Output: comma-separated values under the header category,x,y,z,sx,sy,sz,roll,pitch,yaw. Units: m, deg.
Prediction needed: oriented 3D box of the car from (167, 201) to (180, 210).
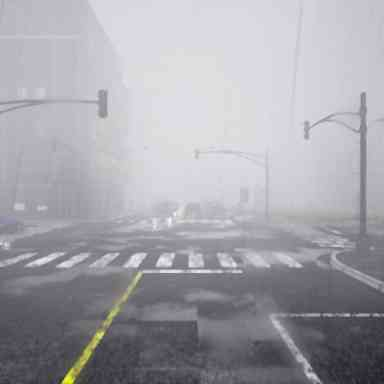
category,x,y,z,sx,sy,sz,roll,pitch,yaw
car,-3.095,2.219,56.773,1.994,1.385,4.181,0,-1,0

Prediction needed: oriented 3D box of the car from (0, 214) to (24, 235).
category,x,y,z,sx,sy,sz,roll,pitch,yaw
car,-12.140,1.686,18.809,5.008,1.535,1.882,0,0,4

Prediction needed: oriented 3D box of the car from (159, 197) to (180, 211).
category,x,y,z,sx,sy,sz,roll,pitch,yaw
car,-3.104,1.898,46.811,2.097,1.767,4.553,0,-1,0

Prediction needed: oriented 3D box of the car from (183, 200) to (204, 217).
category,x,y,z,sx,sy,sz,roll,pitch,yaw
car,0.096,1.943,36.996,1.837,1.490,4.892,0,0,0

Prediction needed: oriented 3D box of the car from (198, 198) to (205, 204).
category,x,y,z,sx,sy,sz,roll,pitch,yaw
car,2.654,2.468,92.726,1.967,1.590,4.097,-1,-1,0

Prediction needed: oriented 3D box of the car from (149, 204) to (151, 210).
category,x,y,z,sx,sy,sz,roll,pitch,yaw
car,-5.717,2.182,53.170,1.947,1.339,4.313,-1,-1,0

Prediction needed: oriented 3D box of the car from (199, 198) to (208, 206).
category,x,y,z,sx,sy,sz,roll,pitch,yaw
car,2.629,2.297,75.789,1.967,1.590,4.097,-1,-1,0

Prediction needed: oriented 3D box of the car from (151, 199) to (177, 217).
category,x,y,z,sx,sy,sz,roll,pitch,yaw
car,-3.106,1.920,37.496,1.882,1.535,5.008,0,-1,0

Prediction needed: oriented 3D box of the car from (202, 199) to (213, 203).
category,x,y,z,sx,sy,sz,roll,pitch,yaw
car,2.632,1.932,41.916,1.967,1.590,4.097,-1,-1,0

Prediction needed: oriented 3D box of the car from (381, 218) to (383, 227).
category,x,y,z,sx,sy,sz,roll,pitch,yaw
car,14.844,1.881,21.901,4.181,1.385,1.994,0,0,1

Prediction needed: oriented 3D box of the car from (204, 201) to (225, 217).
category,x,y,z,sx,sy,sz,roll,pitch,yaw
car,2.636,1.973,36.269,1.887,1.381,4.507,-1,-1,0

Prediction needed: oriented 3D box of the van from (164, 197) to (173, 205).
category,x,y,z,sx,sy,sz,roll,pitch,yaw
van,-5.728,2.255,81.402,1.690,1.788,3.998,-1,-1,0

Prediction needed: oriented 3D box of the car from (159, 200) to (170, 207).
category,x,y,z,sx,sy,sz,roll,pitch,yaw
car,-5.722,2.342,70.107,1.887,1.381,4.507,-1,-1,0

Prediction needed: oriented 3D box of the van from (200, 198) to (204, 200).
category,x,y,z,sx,sy,sz,roll,pitch,yaw
van,2.628,1.958,53.208,1.690,1.788,3.998,-1,-1,0
